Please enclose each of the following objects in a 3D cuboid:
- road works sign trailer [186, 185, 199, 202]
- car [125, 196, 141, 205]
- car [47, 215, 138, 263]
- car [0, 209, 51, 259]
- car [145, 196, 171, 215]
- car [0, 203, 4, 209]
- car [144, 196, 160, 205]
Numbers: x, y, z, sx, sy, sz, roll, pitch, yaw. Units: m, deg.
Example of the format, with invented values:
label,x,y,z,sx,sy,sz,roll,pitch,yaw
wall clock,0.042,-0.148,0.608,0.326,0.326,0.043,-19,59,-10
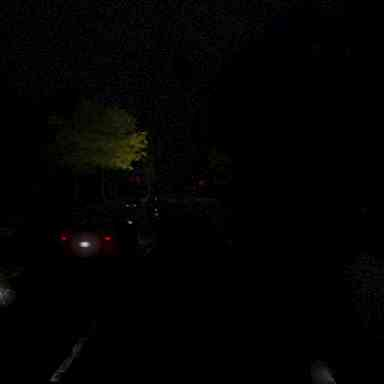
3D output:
label,x,y,z,sx,sy,sz,roll,pitch,yaw
road works sign trailer,0.012,0.277,68.626,2.380,3.560,2.880,0,0,0
car,-9.793,1.362,55.633,2.033,1.411,5.357,0,0,1
car,-3.150,1.506,11.792,1.994,1.385,4.181,0,0,0
car,-6.598,1.486,12.674,2.033,1.411,5.357,0,0,0
car,-3.144,1.355,31.741,2.128,1.511,4.902,0,0,0
car,-9.848,1.283,14.481,2.097,1.767,4.553,0,0,0
car,-6.547,1.362,55.224,2.033,1.411,5.357,0,0,1
